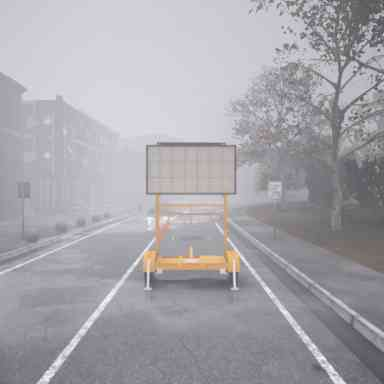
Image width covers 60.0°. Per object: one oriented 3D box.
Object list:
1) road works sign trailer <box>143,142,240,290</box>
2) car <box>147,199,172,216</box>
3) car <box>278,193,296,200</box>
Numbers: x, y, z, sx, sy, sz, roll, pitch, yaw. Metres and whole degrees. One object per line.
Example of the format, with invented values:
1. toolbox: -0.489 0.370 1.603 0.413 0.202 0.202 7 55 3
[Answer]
1. road works sign trailer: -0.020 0.467 9.035 2.380 3.560 2.880 0 0 0
2. car: -3.117 1.516 32.539 1.837 1.490 4.892 0 0 4
3. car: 21.375 1.001 75.067 4.902 1.511 2.128 -1 0 -33
